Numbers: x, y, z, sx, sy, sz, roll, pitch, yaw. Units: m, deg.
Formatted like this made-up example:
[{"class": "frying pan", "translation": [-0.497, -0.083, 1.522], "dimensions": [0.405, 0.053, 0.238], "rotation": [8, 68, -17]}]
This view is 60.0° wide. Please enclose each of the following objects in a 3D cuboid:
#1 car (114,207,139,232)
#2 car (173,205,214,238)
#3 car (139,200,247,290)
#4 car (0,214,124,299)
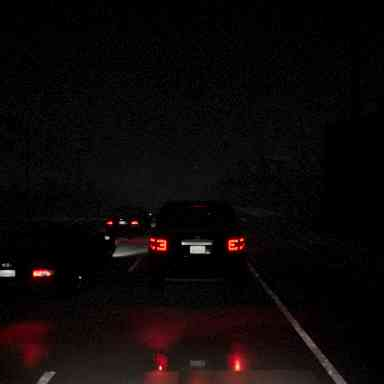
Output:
[{"class": "car", "translation": [-3.412, 1.547, 18.719], "dimensions": [2.033, 1.411, 5.357], "rotation": [0, 0, 0]}, {"class": "car", "translation": [0.091, 1.547, 19.119], "dimensions": [2.033, 1.411, 5.357], "rotation": [0, 0, 0]}, {"class": "car", "translation": [0.095, 1.221, 9.188], "dimensions": [2.150, 2.045, 5.566], "rotation": [0, 0, 0]}, {"class": "car", "translation": [-3.410, 1.547, 8.648], "dimensions": [2.033, 1.411, 5.357], "rotation": [0, 0, 0]}]
